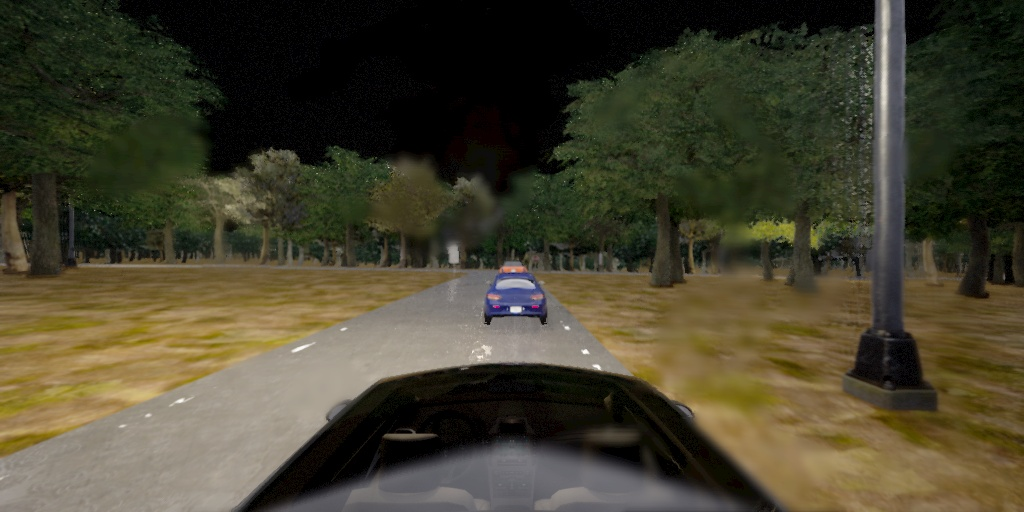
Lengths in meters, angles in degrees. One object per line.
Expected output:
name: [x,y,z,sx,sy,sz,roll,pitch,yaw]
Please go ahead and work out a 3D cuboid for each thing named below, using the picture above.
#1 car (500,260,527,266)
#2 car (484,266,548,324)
car: [0.104,1.087,27.845,2.097,1.767,4.553,0,0,0]
car: [0.102,1.232,11.682,1.812,1.442,4.674,0,0,0]
